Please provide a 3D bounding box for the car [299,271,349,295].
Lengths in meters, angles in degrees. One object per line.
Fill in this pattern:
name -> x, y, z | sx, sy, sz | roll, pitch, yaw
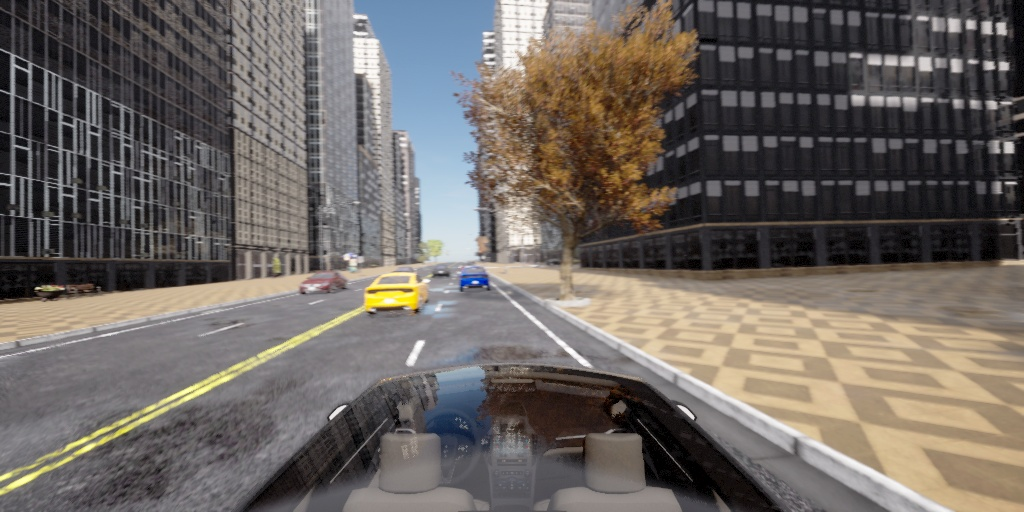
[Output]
car -> -12.600, 1.759, 24.308 | 1.812, 1.442, 4.674 | -2, 0, -8

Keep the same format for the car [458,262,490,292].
car -> -2.500, 1.417, 23.725 | 1.882, 1.535, 5.008 | -2, 0, -8

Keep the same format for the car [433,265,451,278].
car -> -8.189, 1.764, 41.873 | 1.994, 1.385, 4.181 | -2, 0, -8

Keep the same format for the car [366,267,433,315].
car -> -4.586, 1.430, 14.887 | 1.882, 1.535, 5.008 | -2, 0, -8
